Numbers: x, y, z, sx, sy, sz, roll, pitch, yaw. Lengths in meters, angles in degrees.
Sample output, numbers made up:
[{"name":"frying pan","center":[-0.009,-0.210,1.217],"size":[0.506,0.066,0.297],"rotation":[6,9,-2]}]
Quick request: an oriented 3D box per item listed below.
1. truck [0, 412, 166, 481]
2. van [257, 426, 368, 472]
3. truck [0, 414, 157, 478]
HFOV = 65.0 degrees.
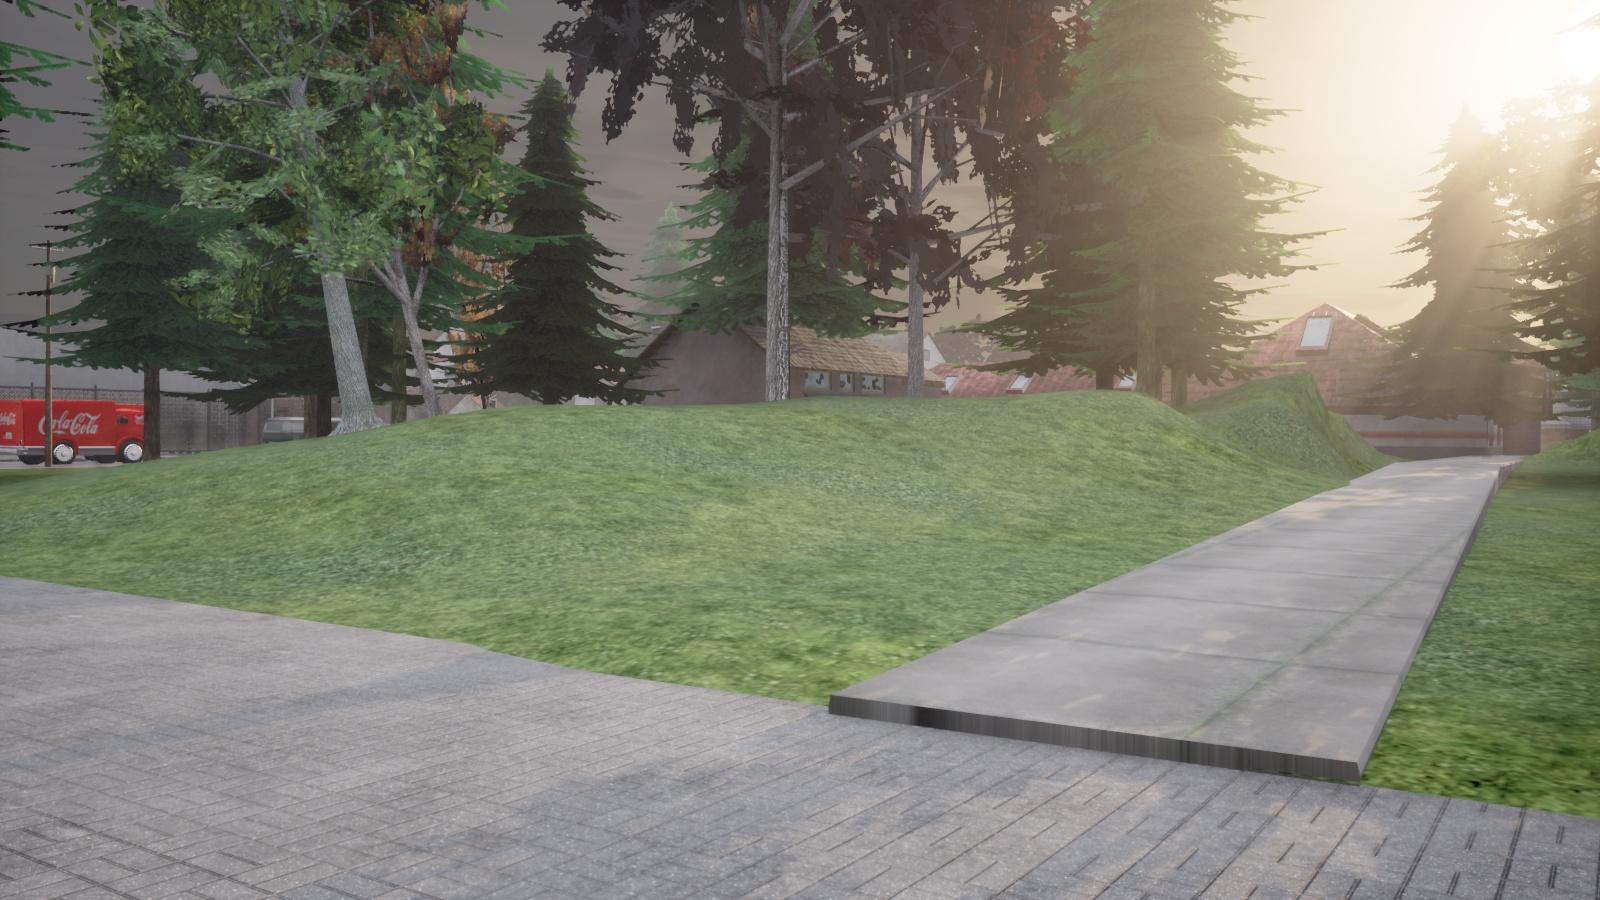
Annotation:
[{"name":"truck","center":[-27.380,-0.159,47.754],"size":[2.627,2.467,5.204],"rotation":[0,1,34]},{"name":"van","center":[-21.763,-0.086,56.213],"size":[1.775,1.987,4.442],"rotation":[0,1,33]},{"name":"truck","center":[-29.681,-0.190,51.521],"size":[2.627,2.467,5.204],"rotation":[0,1,34]}]
